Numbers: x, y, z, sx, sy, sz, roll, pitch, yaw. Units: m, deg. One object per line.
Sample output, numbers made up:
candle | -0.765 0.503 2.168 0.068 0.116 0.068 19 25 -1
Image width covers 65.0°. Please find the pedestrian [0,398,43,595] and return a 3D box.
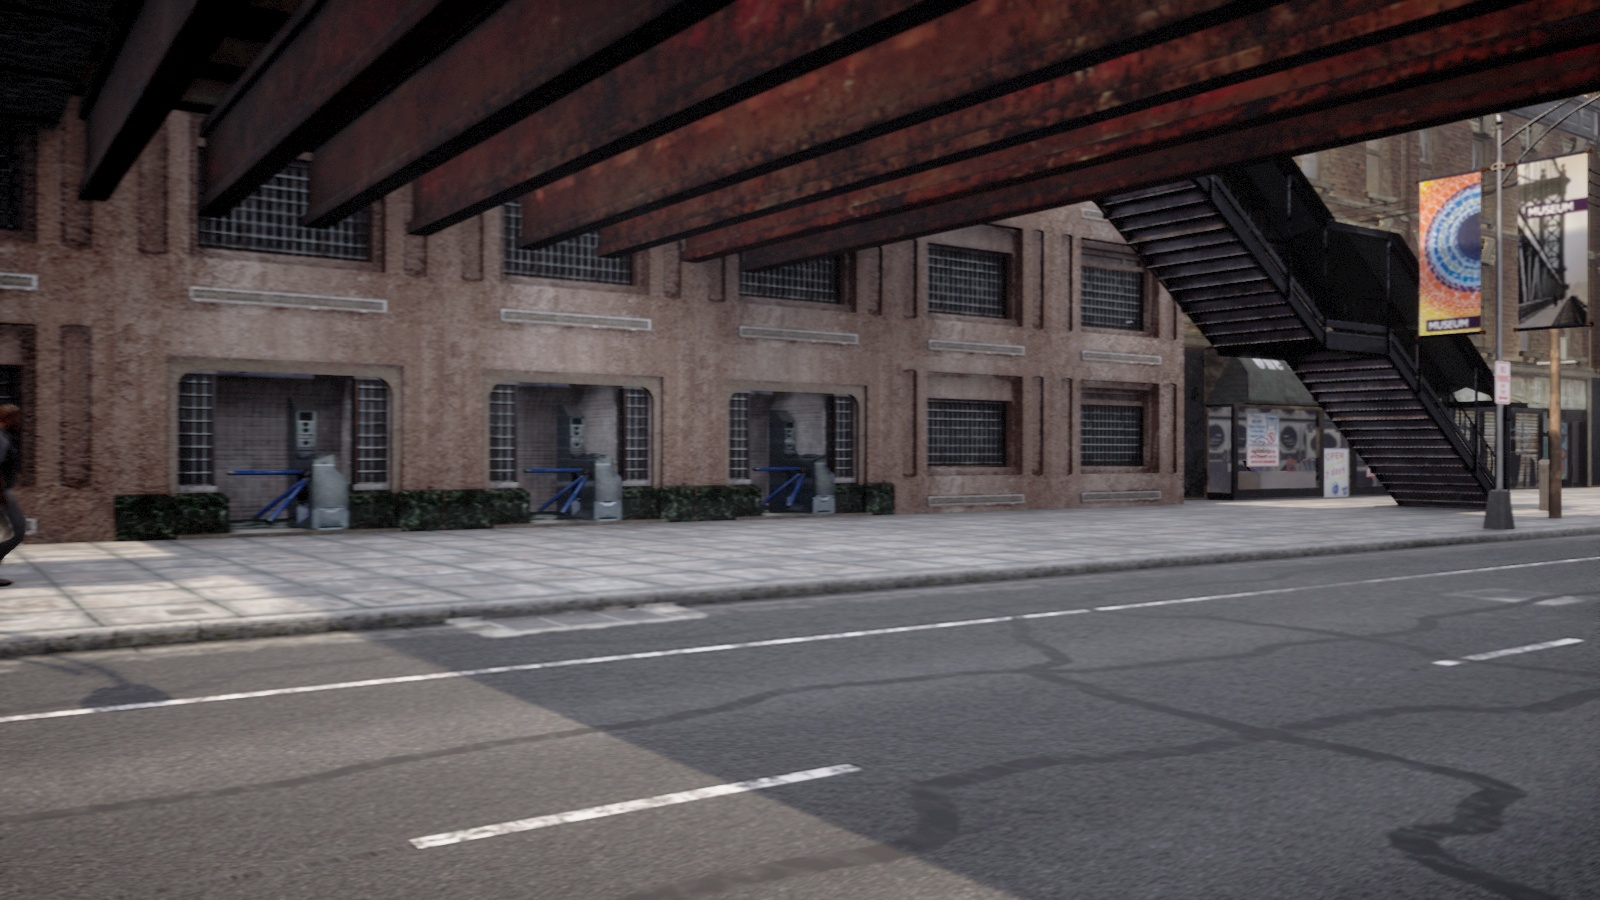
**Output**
pedestrian | -7.859 0.447 12.193 0.849 1.883 0.563 0 0 -33
